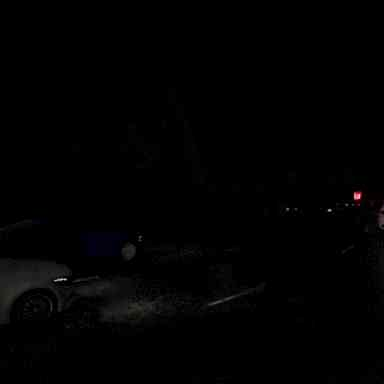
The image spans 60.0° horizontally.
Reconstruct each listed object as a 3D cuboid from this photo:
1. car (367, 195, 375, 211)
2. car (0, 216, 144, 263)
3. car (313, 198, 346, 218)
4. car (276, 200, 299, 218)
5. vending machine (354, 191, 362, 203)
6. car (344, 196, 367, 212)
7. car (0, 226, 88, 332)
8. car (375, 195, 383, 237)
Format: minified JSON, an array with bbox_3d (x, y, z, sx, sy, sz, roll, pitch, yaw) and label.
[{"bbox_3d":[20.266,1.149,37.755,2.097,1.767,4.553,0,1,4],"label":"car"},{"bbox_3d":[-3.806,1.465,9.988,5.008,1.535,1.882,0,0,-40],"label":"car"},{"bbox_3d":[11.598,1.425,28.589,1.994,1.385,4.181,0,0,16],"label":"car"},{"bbox_3d":[8.359,1.421,29.203,2.033,1.411,5.357,0,0,15],"label":"car"},{"bbox_3d":[29.519,0.881,59.139,1.100,2.100,0.880,0,0,5],"label":"vending machine"},{"bbox_3d":[16.608,1.360,36.371,2.033,1.411,5.357,0,0,5],"label":"car"},{"bbox_3d":[-4.280,1.530,5.144,4.674,1.442,1.812,0,1,-36],"label":"car"},{"bbox_3d":[10.684,1.122,16.867,2.150,2.045,5.566,0,0,30],"label":"car"}]
